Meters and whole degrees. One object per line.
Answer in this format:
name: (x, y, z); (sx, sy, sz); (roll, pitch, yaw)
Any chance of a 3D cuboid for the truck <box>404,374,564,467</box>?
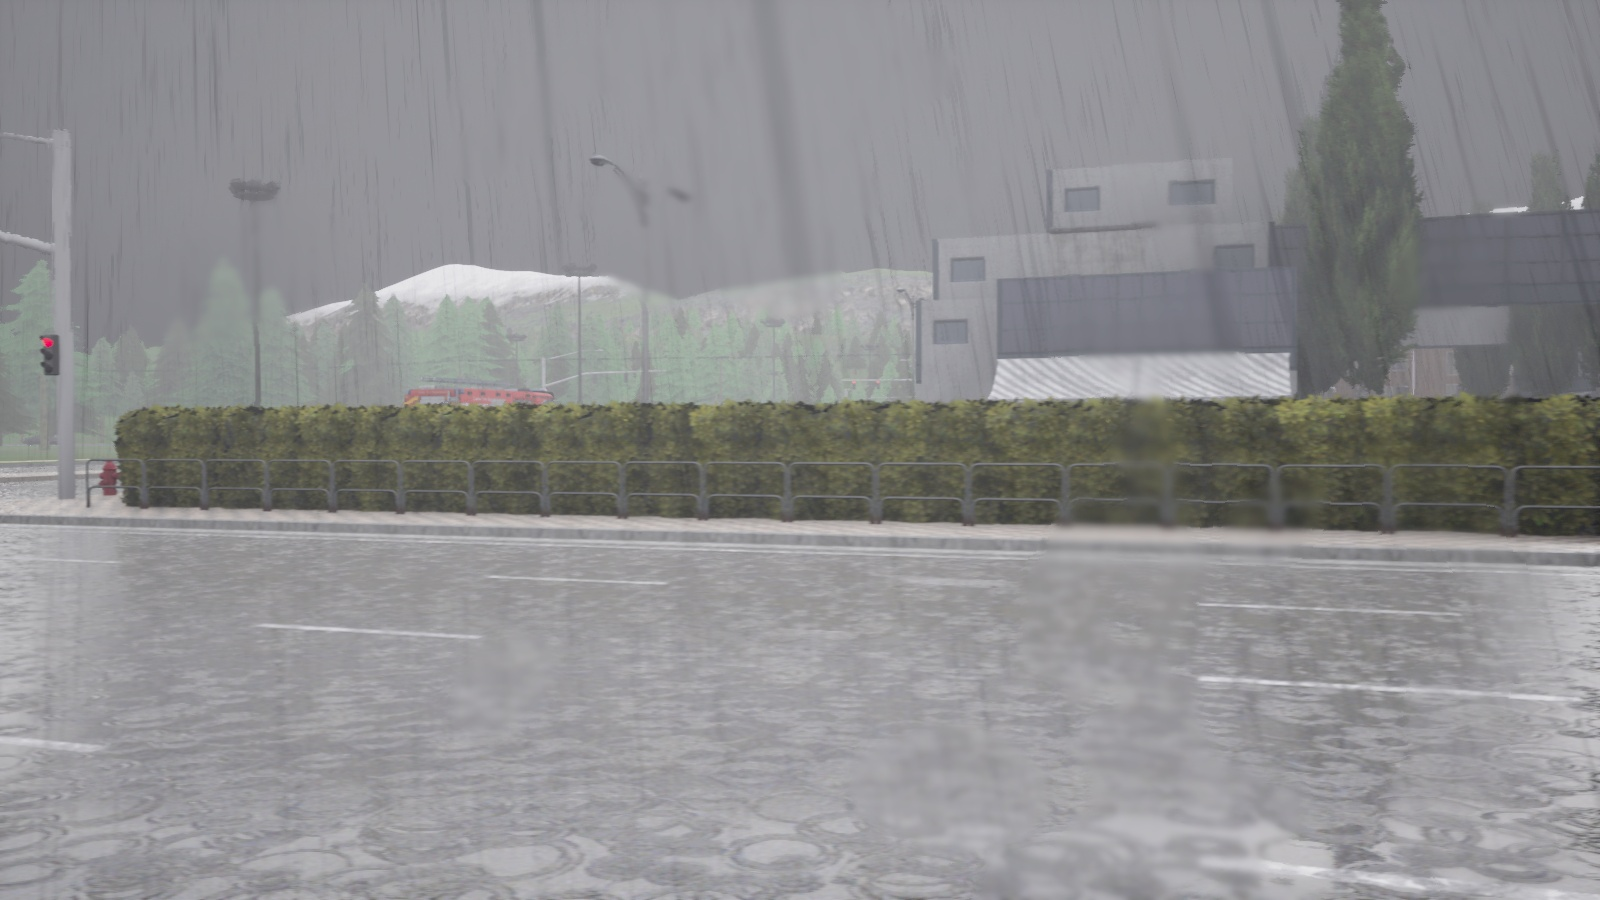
truck: (-13.980, -1.295, 56.460); (2.891, 3.827, 8.468); (1, 1, 18)
